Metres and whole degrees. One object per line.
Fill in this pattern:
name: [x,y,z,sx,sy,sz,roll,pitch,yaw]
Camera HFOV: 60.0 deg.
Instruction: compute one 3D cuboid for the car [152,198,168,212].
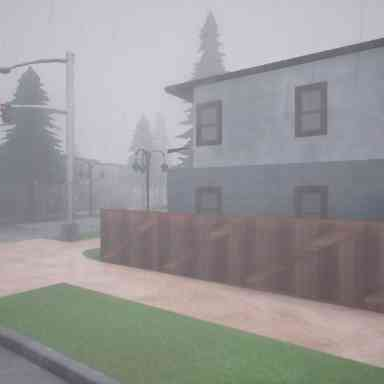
car: [-3.035,1.440,38.222,1.812,1.442,4.674,0,0,12]
